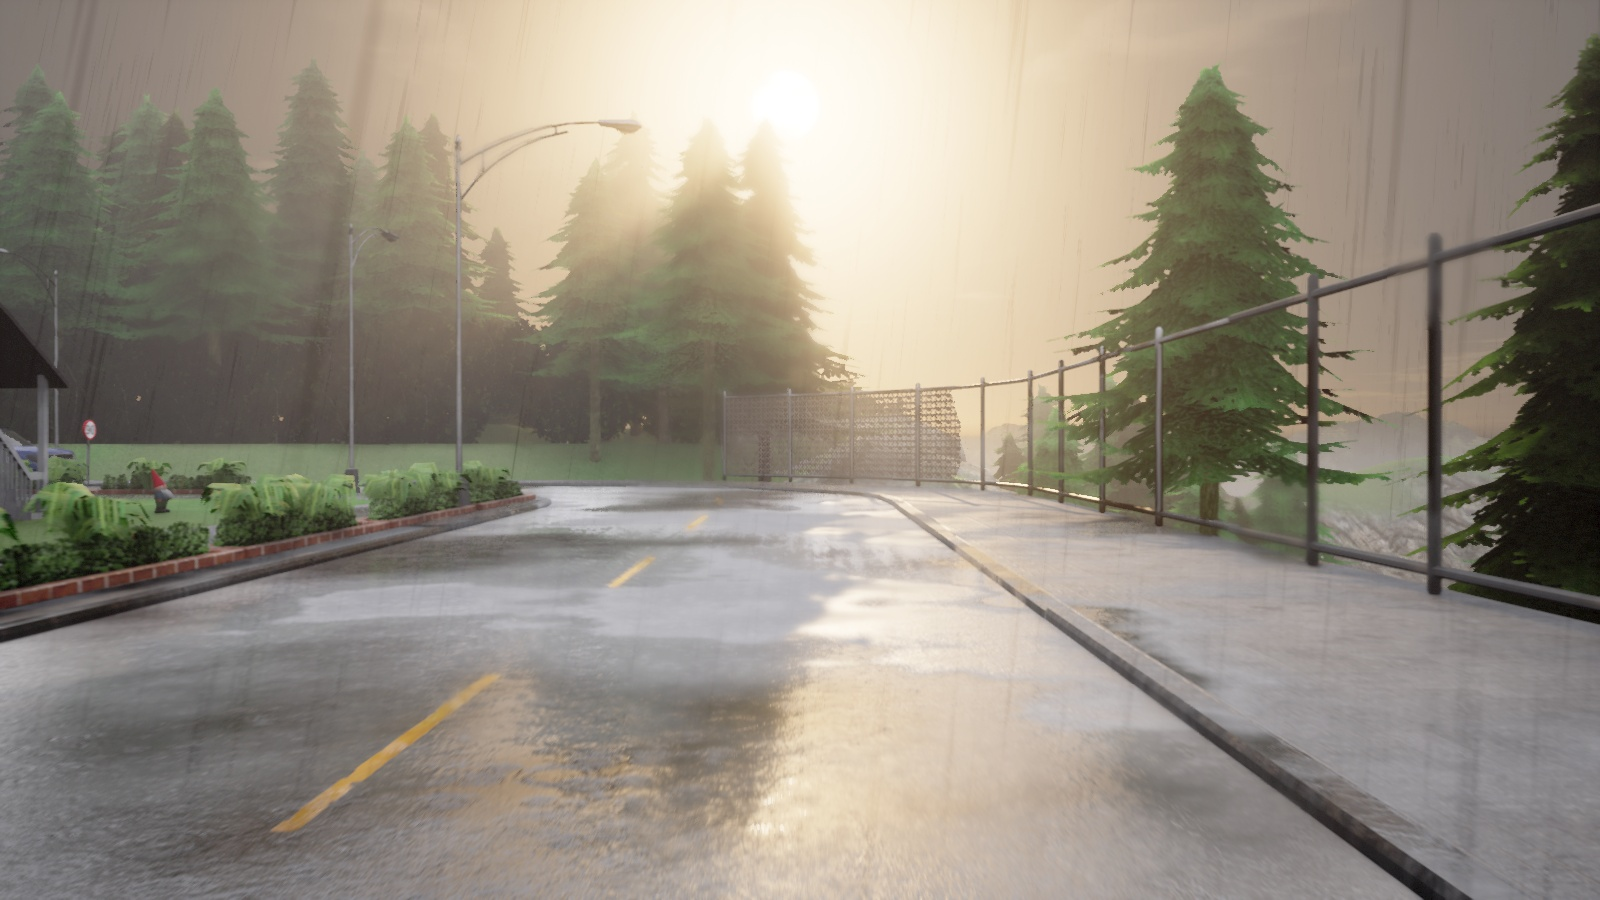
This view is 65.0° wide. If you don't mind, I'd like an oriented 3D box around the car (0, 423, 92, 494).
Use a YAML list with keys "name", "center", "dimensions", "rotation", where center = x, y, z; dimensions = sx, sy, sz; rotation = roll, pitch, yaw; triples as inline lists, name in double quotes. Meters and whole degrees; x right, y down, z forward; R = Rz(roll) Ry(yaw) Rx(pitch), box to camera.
- name: "car"
  center: [-24.498, 0.235, 37.451]
  dimensions: [5.566, 2.045, 2.150]
  rotation: [0, 0, 0]
